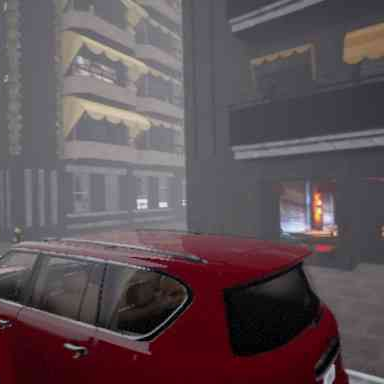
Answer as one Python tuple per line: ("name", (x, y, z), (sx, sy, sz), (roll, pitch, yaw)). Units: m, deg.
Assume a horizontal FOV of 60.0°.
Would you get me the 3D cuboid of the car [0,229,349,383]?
("car", (-1.024, 1.342, 3.626), (5.009, 1.841, 2.192), (-1, -1, 35))
